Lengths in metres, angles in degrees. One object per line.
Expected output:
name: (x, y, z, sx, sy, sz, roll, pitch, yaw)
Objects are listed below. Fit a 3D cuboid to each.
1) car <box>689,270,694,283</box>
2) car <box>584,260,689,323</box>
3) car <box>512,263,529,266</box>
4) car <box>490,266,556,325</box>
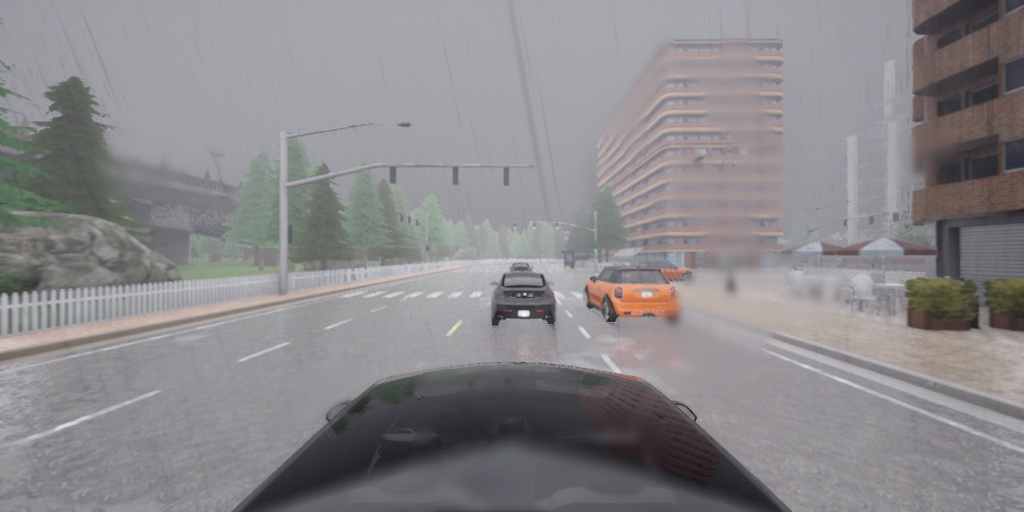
car: (11.698, 1.182, 27.813, 4.553, 1.767, 2.097, 0, 0, -13)
car: (3.854, 1.111, 12.284, 2.097, 1.767, 4.553, 0, 0, 1)
car: (0.749, 1.288, 30.507, 1.837, 1.490, 4.892, 0, 0, 2)
car: (0.346, 1.257, 11.778, 1.837, 1.490, 4.892, 0, 0, 1)
